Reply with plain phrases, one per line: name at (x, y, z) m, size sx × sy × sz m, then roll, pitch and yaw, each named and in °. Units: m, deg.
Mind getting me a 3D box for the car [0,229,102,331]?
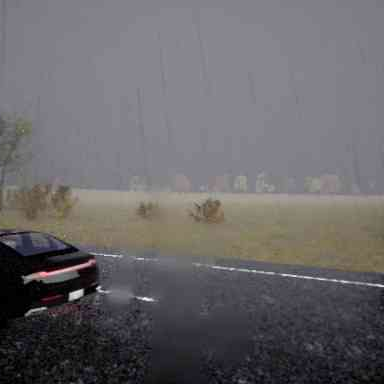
car at (-4.091, 1.513, 6.706) m, size 4.902 × 1.511 × 2.128 m, roll 0°, pitch 0°, yaw 27°
